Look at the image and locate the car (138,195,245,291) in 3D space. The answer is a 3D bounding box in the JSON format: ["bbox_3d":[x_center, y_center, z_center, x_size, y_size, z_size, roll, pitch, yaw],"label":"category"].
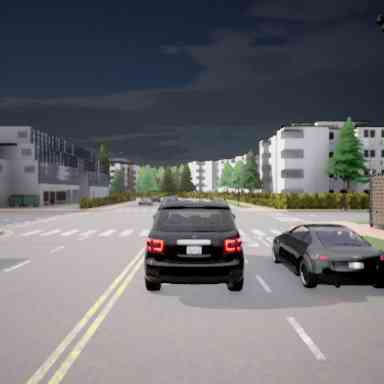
[{"bbox_3d":[0.061,1.216,9.103,2.150,2.045,5.566,0,0,0],"label":"car"}]

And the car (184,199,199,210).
[{"bbox_3d":[-0.071,1.574,42.697,1.895,1.301,4.718,0,0,-1],"label":"car"}]

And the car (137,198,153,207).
[{"bbox_3d":[-7.353,1.568,52.629,1.895,1.301,4.718,0,0,0],"label":"car"}]

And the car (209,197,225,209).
[{"bbox_3d":[3.397,1.449,45.828,1.882,1.535,5.008,0,0,-1],"label":"car"}]

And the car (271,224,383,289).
[{"bbox_3d":[3.564,1.558,9.201,1.994,1.385,4.181,0,0,0],"label":"car"}]

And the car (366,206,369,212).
[{"bbox_3d":[19.126,1.565,31.351,4.718,1.301,1.895,0,0,0],"label":"car"}]

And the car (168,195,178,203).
[{"bbox_3d":[-3.941,1.459,68.804,1.837,1.490,4.892,0,0,0],"label":"car"}]

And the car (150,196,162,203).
[{"bbox_3d":[-7.439,1.503,69.031,2.033,1.411,5.357,0,0,-1],"label":"car"}]

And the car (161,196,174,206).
[{"bbox_3d":[-3.860,1.473,53.531,1.837,1.490,4.892,0,0,0],"label":"car"}]
